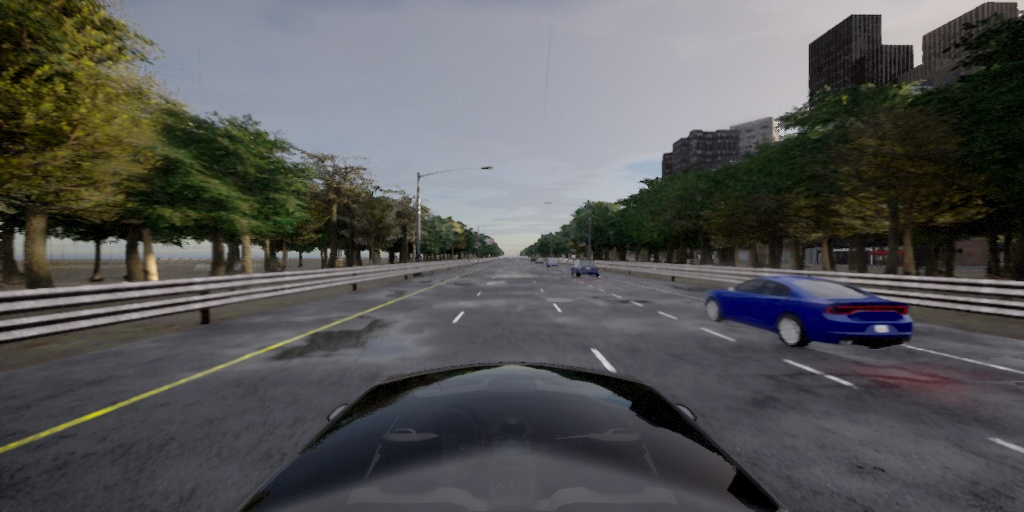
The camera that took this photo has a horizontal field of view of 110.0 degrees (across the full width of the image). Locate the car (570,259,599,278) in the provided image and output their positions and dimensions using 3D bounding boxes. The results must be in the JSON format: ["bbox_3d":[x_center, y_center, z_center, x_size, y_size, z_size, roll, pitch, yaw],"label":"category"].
[{"bbox_3d":[7.034,1.132,35.235,2.097,1.767,4.553,0,0,0],"label":"car"}]

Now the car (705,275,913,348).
[{"bbox_3d":[7.000,1.233,9.269,1.882,1.535,5.008,0,0,0],"label":"car"}]
